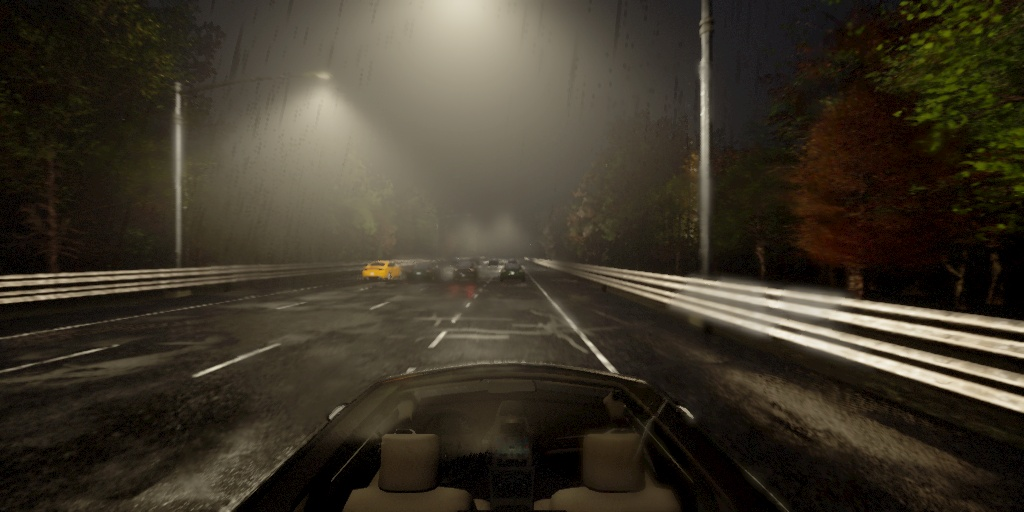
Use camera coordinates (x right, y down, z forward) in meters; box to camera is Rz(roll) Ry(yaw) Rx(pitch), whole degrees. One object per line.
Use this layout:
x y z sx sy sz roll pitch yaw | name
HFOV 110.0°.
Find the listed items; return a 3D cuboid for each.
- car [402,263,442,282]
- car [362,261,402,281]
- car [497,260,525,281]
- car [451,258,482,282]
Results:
-6.948 1.255 28.710 1.994 1.385 4.181 0 0 0 | car
-10.443 1.167 29.277 1.882 1.535 5.008 0 0 0 | car
0.056 1.255 29.184 1.994 1.385 4.181 0 0 0 | car
-3.450 1.186 27.995 2.128 1.511 4.902 0 0 0 | car
